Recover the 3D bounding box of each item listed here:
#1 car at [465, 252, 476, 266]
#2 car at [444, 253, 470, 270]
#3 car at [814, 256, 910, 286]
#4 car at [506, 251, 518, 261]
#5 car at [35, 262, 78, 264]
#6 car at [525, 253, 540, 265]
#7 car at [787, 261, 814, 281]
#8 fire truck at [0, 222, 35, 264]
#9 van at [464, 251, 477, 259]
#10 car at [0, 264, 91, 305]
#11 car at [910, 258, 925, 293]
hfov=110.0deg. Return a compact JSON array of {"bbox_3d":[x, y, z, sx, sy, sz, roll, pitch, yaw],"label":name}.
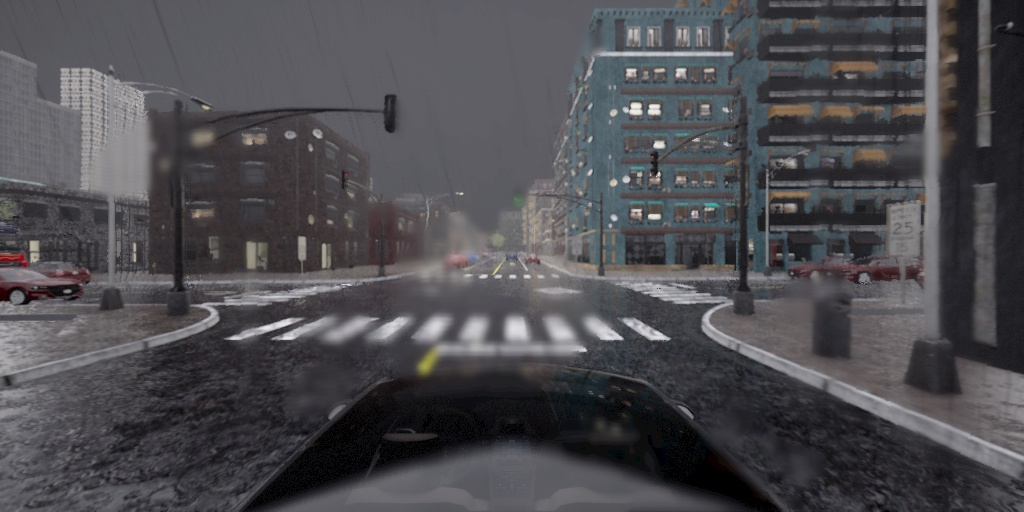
[{"bbox_3d":[-5.697,0.513,42.172,1.888,1.381,4.507,0,0,0],"label":"car"},{"bbox_3d":[-5.772,0.623,36.491,1.888,1.381,4.507,0,0,0],"label":"car"},{"bbox_3d":[19.746,0.743,19.344,5.008,1.535,1.882,0,0,1],"label":"car"},{"bbox_3d":[-0.010,-0.105,64.110,2.097,1.767,4.553,0,1,0],"label":"car"},{"bbox_3d":[-29.318,1.105,22.518,4.097,1.591,1.967,0,0,1],"label":"car"},{"bbox_3d":[2.684,0.296,47.920,1.967,1.591,4.097,0,0,0],"label":"car"},{"bbox_3d":[19.473,0.811,22.027,4.507,1.381,1.888,0,0,1],"label":"car"},{"bbox_3d":[-28.458,0.005,16.680,8.468,3.827,2.891,0,0,1],"label":"fire truck"},{"bbox_3d":[-5.697,0.198,47.858,1.690,1.789,3.998,0,0,0],"label":"van"},{"bbox_3d":[-19.296,1.131,13.785,4.507,1.381,1.888,0,0,1],"label":"car"},{"bbox_3d":[18.171,0.720,13.456,4.097,1.591,1.967,0,0,1],"label":"car"}]
